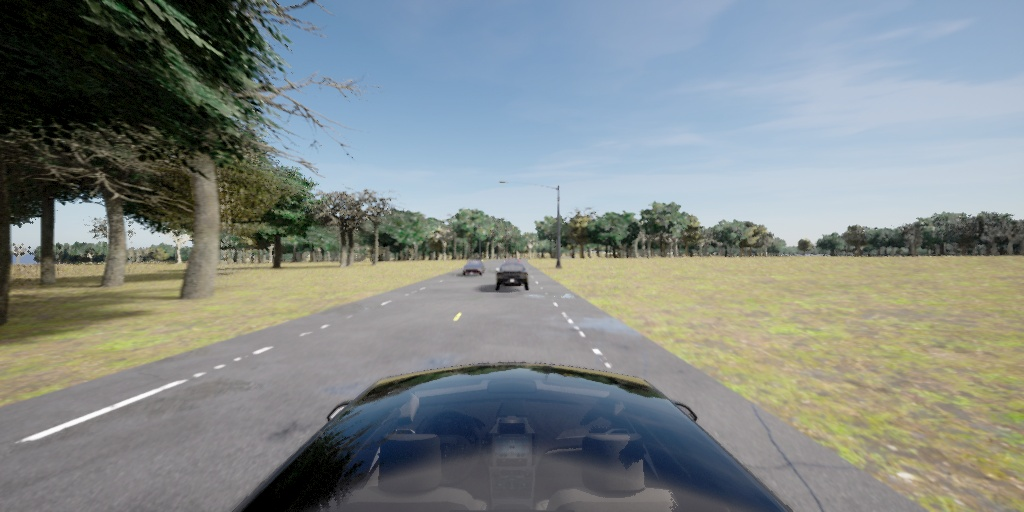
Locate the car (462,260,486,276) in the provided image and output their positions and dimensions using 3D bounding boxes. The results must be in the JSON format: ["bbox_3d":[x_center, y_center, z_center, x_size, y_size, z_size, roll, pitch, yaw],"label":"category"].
[{"bbox_3d":[-3.509,1.091,33.973,2.033,1.411,5.357,0,1,0],"label":"car"}]

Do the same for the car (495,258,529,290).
[{"bbox_3d":[0.032,1.136,21.820,1.882,1.535,5.008,0,1,1],"label":"car"}]
